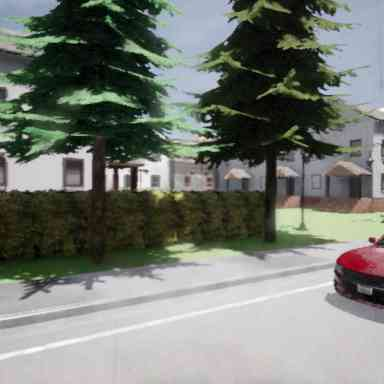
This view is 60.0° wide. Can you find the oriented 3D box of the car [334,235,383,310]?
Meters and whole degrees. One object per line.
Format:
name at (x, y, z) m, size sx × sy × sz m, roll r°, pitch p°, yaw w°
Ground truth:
car at (5.123, 1.428, 7.058) m, size 5.008 × 1.535 × 1.882 m, roll 0°, pitch 1°, yaw -31°
